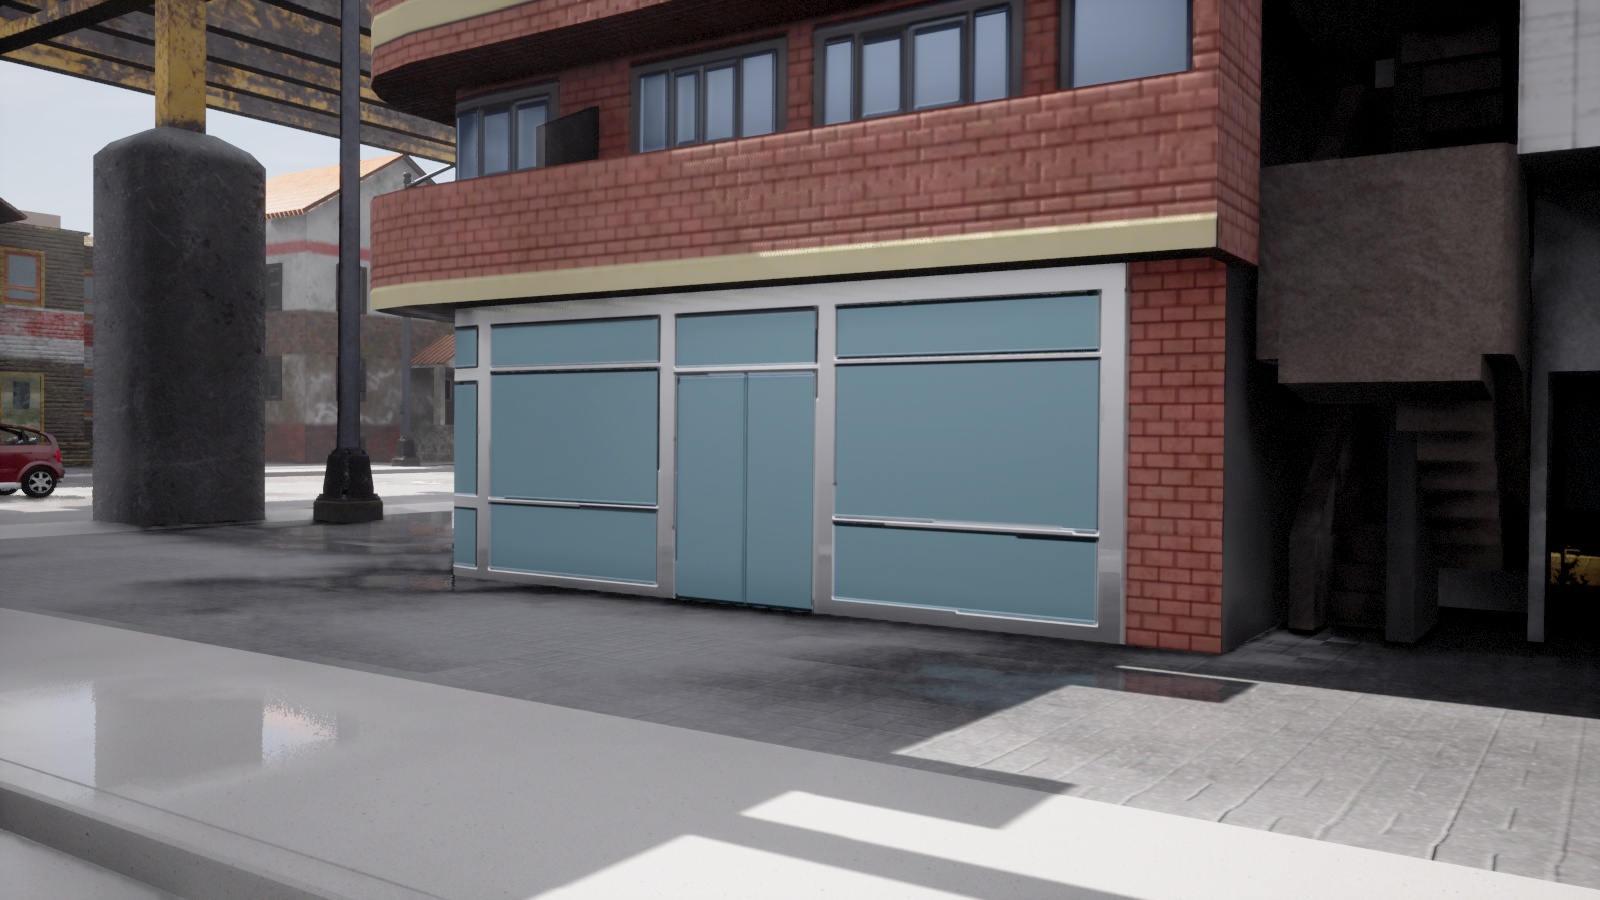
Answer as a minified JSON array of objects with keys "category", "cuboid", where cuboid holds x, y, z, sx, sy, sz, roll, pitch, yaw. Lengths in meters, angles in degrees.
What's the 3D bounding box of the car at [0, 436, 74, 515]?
[{"category":"car","cuboid":[-16.831,0.521,24.977,1.789,1.549,3.705,0,1,33]}]
